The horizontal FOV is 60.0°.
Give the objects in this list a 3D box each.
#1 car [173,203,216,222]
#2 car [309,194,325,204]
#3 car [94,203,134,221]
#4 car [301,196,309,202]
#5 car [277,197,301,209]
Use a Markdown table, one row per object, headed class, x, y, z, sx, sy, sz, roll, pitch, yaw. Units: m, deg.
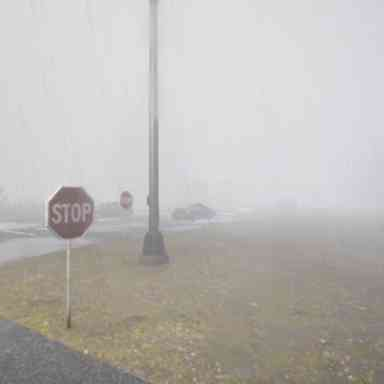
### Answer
| class | x | y | z | sx | sy | sz | roll | pitch | yaw |
| --- | --- | --- | --- | --- | --- | --- | --- | --- | --- |
| car | 0.247 | 1.614 | 27.327 | 1.812 | 1.442 | 4.674 | 0 | 0 | 34 |
| car | 26.718 | 1.438 | 70.232 | 2.150 | 2.045 | 5.566 | 0 | 0 | 27 |
| car | -7.392 | 1.612 | 28.521 | 2.033 | 1.411 | 5.357 | 0 | 0 | 34 |
| car | 27.048 | 1.691 | 80.010 | 1.882 | 1.535 | 5.008 | 0 | 0 | 34 |
| car | 13.585 | 1.686 | 47.270 | 1.812 | 1.442 | 4.674 | 0 | 0 | 34 |
